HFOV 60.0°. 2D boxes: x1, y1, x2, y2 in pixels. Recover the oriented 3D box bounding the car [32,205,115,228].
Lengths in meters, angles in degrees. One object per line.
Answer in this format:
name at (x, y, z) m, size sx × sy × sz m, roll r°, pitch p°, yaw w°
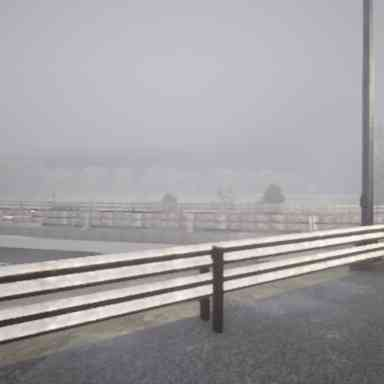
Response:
car at (-7.640, 1.539, 21.449) m, size 5.357 × 1.411 × 2.033 m, roll 0°, pitch 0°, yaw 14°
